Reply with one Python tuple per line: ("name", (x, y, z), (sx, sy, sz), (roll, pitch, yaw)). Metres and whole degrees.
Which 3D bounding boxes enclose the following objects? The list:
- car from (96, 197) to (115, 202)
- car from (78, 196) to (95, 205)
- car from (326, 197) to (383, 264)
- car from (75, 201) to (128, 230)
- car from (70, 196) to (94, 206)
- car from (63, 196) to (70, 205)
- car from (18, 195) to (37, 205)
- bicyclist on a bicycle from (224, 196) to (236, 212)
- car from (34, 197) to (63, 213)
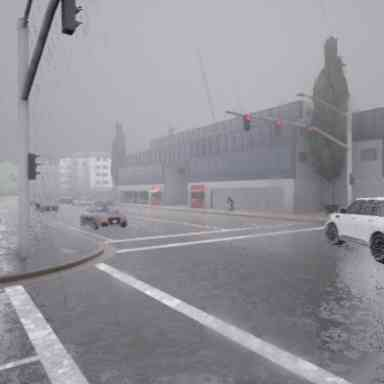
("car", (-13.838, 1.516, 52.637), (2.033, 1.411, 5.357), (0, 0, -33))
("car", (-19.313, 1.504, 60.766), (1.812, 1.442, 4.674), (0, 0, -34))
("car", (6.774, 1.172, 11.729), (2.150, 2.045, 5.566), (1, 0, 0))
("car", (-5.681, 1.551, 21.246), (1.994, 1.385, 4.181), (0, 0, -34))
("car", (-16.639, 1.586, 50.530), (1.895, 1.301, 4.718), (0, 0, -33))
("car", (-22.226, 1.472, 58.826), (1.882, 1.535, 5.008), (0, 0, -34))
("car", (-24.713, 1.227, 49.923), (1.994, 1.385, 4.181), (0, 0, -34))
("bicyclist on a bicycle", (3.846, 1.228, 33.858), (1.656, 1.620, 0.582), (-1, 0, -34))
("car", (-16.053, 1.484, 36.736), (1.882, 1.535, 5.008), (0, 0, -34))
